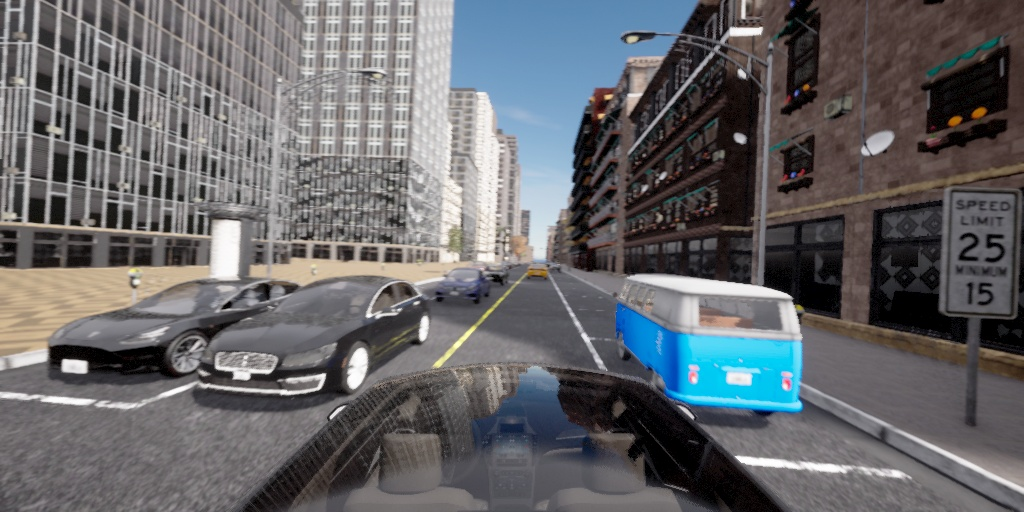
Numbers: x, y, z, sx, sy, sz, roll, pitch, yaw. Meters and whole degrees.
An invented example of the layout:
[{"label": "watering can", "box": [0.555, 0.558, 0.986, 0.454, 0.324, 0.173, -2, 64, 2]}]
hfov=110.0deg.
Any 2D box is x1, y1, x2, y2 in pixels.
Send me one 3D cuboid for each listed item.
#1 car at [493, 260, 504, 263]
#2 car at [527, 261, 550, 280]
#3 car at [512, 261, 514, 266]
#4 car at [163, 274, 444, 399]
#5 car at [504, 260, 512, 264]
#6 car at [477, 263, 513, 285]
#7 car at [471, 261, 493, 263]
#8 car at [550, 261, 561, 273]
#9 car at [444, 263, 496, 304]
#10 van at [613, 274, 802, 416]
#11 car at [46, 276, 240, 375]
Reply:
[{"label": "car", "box": [-2.488, 1.383, 45.248, 1.751, 1.417, 4.829, 0, 0, 5]}, {"label": "car", "box": [2.609, 1.530, 36.404, 1.882, 1.535, 5.008, 3, -1, 5]}, {"label": "car", "box": [-1.177, 1.454, 61.964, 1.967, 1.591, 4.097, 0, 0, 5]}, {"label": "car", "box": [-2.896, 1.138, 6.524, 1.837, 1.490, 4.892, 3, 0, 4]}, {"label": "car", "box": [-1.610, 1.512, 56.448, 2.007, 1.370, 4.403, 0, 0, 5]}, {"label": "car", "box": [-1.313, 1.412, 26.627, 1.895, 1.301, 4.718, 3, 0, 5]}, {"label": "car", "box": [-3.341, 1.195, 34.386, 1.967, 1.591, 4.097, 0, 0, 5]}, {"label": "car", "box": [6.736, 1.911, 55.789, 2.007, 1.370, 4.403, 0, 0, 5]}, {"label": "car", "box": [-2.107, 1.246, 16.565, 1.812, 1.442, 4.674, 3, 0, 4]}, {"label": "van", "box": [2.841, 1.249, 6.151, 1.690, 1.789, 3.998, 0, 0, 5]}, {"label": "car", "box": [-5.505, 1.075, 6.810, 1.948, 1.339, 4.313, 0, 0, 5]}]
